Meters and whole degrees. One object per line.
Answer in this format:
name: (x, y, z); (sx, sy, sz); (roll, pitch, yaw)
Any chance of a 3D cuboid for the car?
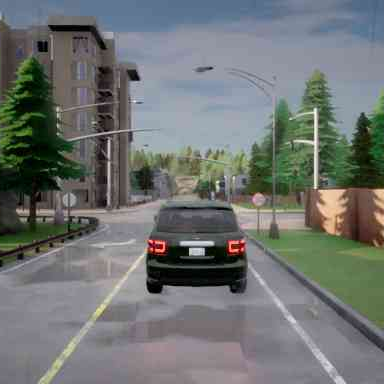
car: (0.098, 1.221, 8.979); (2.150, 2.045, 5.566); (0, 0, 0)
